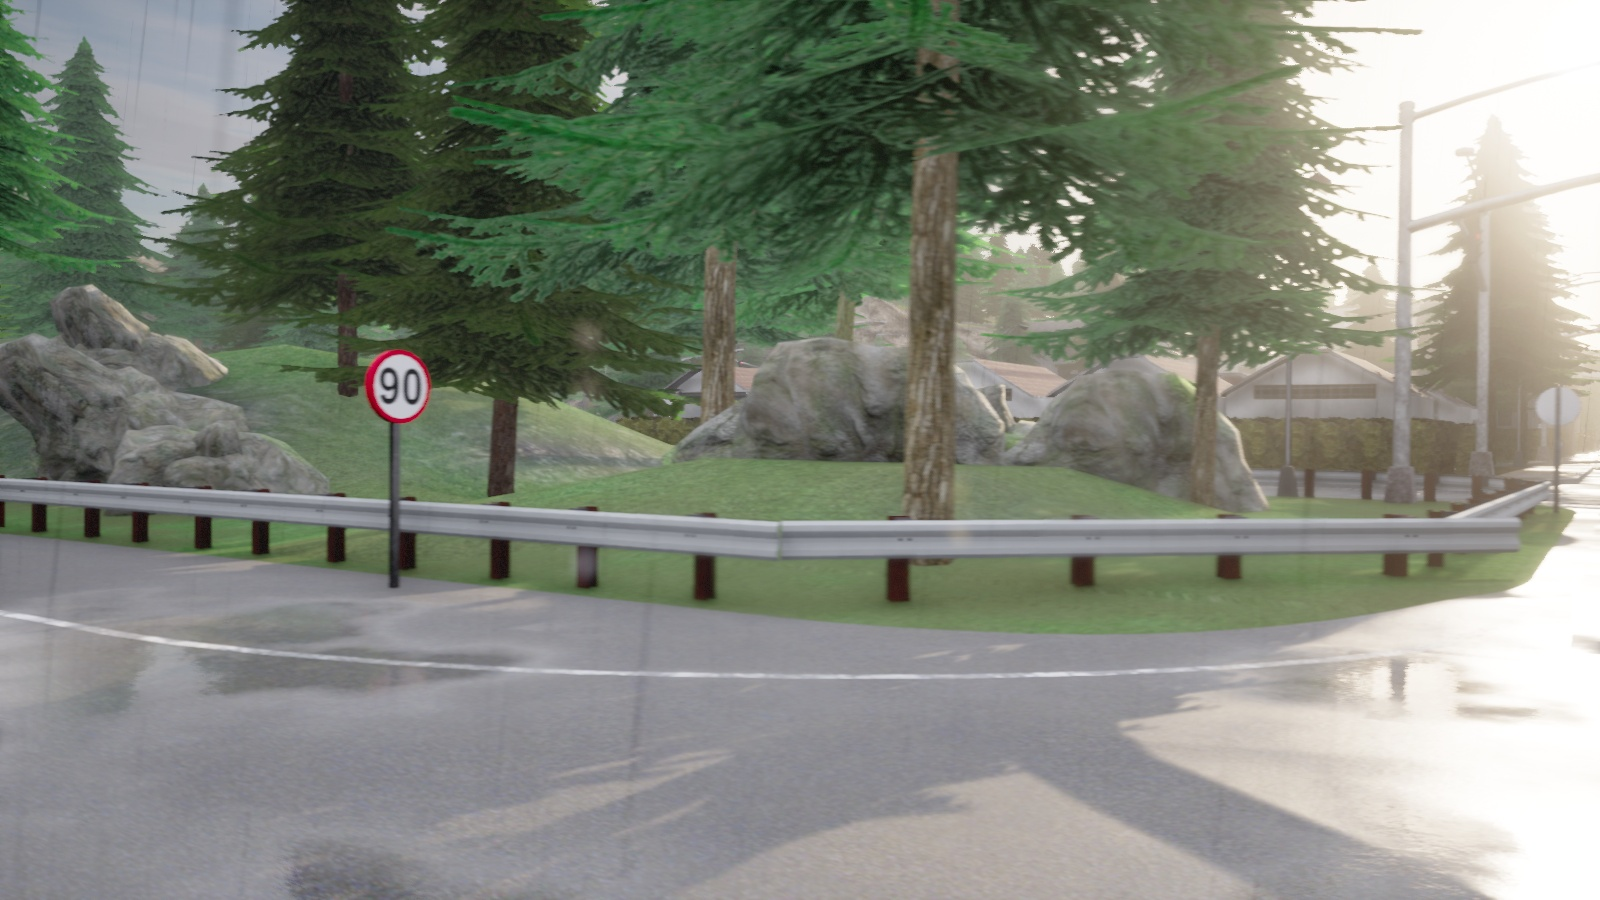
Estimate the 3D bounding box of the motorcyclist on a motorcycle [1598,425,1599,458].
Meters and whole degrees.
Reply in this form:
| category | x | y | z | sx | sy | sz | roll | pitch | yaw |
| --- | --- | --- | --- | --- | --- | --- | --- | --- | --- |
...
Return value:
| category | x | y | z | sx | sy | sz | roll | pitch | yaw |
| --- | --- | --- | --- | --- | --- | --- | --- | --- | --- |
| motorcyclist on a motorcycle | 37.847 | -0.401 | 57.439 | 0.866 | 1.530 | 2.191 | -4 | 2 | -18 |
